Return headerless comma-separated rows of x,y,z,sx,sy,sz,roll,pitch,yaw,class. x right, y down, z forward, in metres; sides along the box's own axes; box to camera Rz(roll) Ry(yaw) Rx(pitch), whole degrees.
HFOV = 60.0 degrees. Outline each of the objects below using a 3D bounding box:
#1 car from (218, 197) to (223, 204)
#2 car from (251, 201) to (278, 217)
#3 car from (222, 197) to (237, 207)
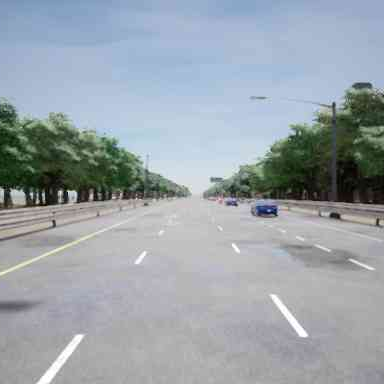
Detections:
7.349,1.974,78.686,2.097,1.767,4.553,0,-1,0,car
7.064,1.588,32.859,1.882,1.535,5.008,0,-1,0,car
7.214,1.924,61.516,1.812,1.442,4.674,0,-1,0,car
